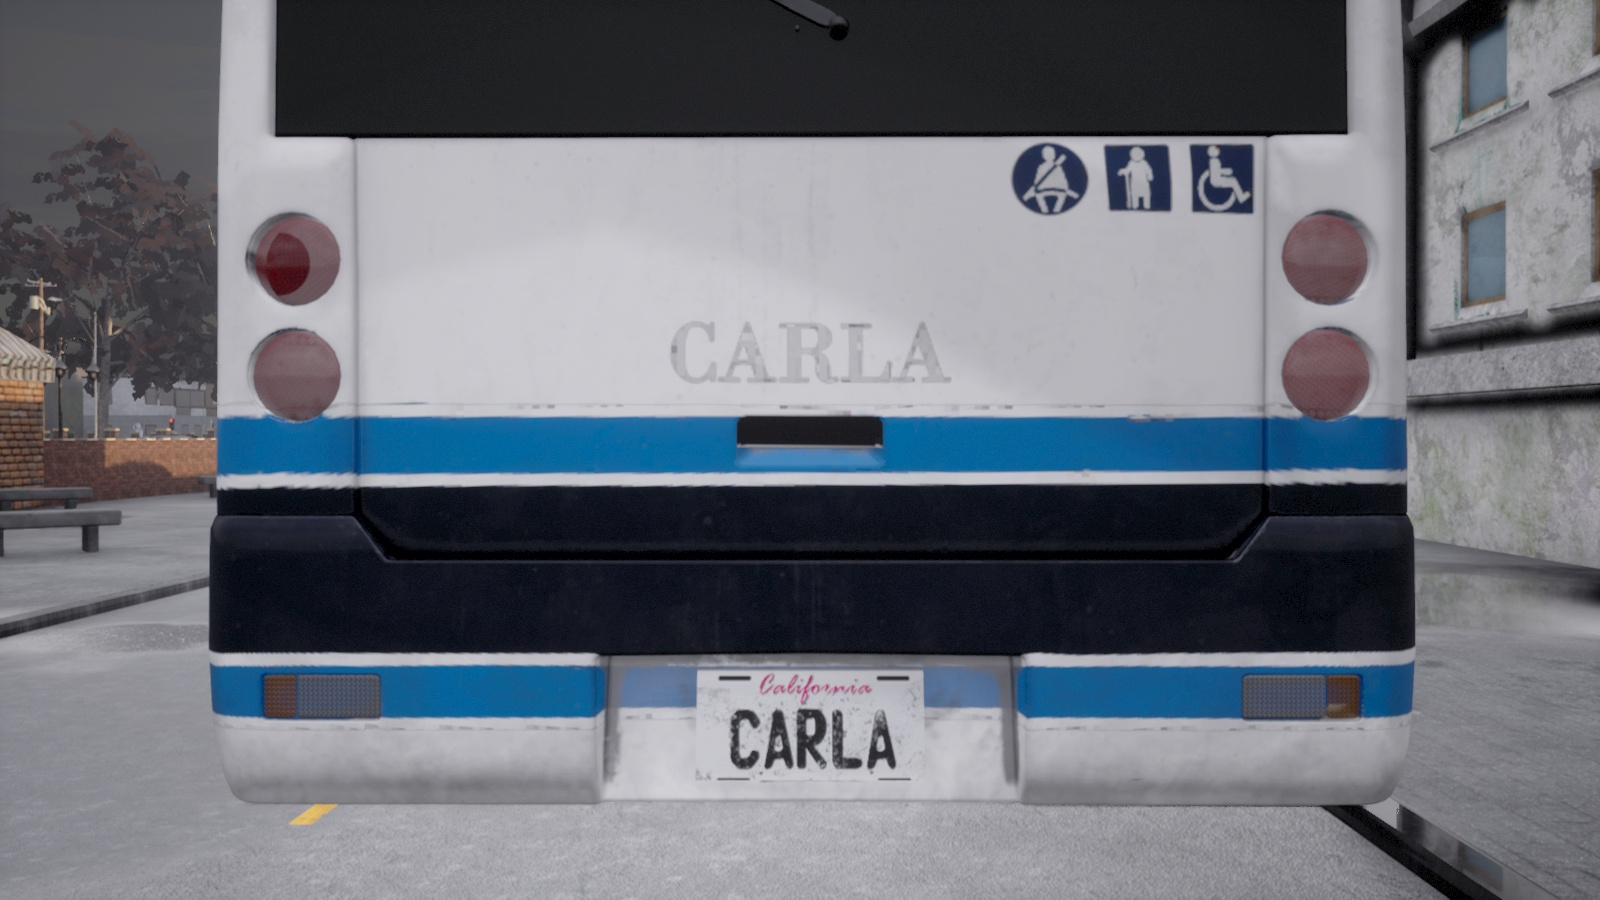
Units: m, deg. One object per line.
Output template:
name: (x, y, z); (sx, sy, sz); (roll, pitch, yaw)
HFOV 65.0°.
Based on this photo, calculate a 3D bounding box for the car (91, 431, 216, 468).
car: (-29.674, -0.035, 57.750); (4.611, 1.667, 2.242); (0, 1, -2)

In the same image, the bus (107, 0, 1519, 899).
bus: (0.062, -0.721, 8.649); (3.944, 4.253, 10.273); (0, 1, 0)
